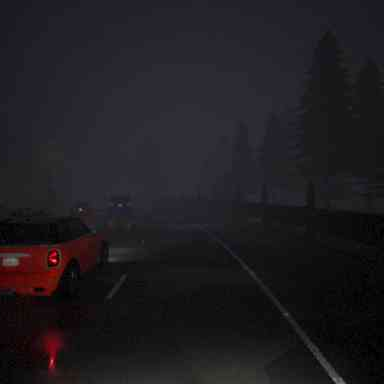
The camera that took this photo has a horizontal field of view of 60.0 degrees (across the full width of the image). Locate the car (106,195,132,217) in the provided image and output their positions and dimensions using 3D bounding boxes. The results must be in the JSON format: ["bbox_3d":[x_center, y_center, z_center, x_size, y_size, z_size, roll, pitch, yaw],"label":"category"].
[{"bbox_3d":[-6.978,1.287,31.847,2.150,2.045,5.566,0,0,-14],"label":"car"}]

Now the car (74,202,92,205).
[{"bbox_3d":[-11.043,1.633,33.256,1.994,1.385,4.181,0,0,-16],"label":"car"}]

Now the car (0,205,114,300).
[{"bbox_3d":[-3.579,1.370,8.540,2.097,1.767,4.553,0,0,-2],"label":"car"}]

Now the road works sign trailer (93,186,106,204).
[{"bbox_3d":[-18.702,0.601,66.560,2.380,3.560,2.880,0,0,-37],"label":"road works sign trailer"}]
